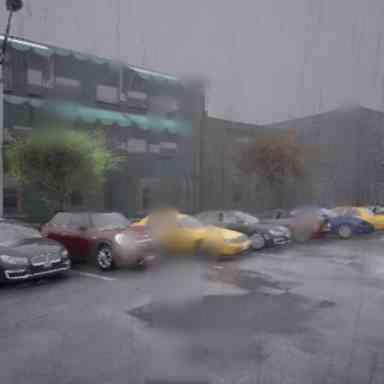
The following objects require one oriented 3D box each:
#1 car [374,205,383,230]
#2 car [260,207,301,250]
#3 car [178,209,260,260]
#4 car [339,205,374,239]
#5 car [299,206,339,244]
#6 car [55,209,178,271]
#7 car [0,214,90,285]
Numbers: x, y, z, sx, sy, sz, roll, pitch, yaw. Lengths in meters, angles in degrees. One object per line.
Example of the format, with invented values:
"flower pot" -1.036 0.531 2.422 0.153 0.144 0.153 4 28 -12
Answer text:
"car" 8.892 1.537 19.651 5.366 1.575 1.946 -1 -1 35
"car" 1.812 1.515 14.403 4.892 1.521 2.231 -1 -1 35
"car" -0.437 1.500 12.591 5.366 1.575 1.946 -1 -1 35
"car" 6.634 1.530 17.830 5.008 1.535 2.097 -1 -1 35
"car" 4.202 1.552 16.132 4.792 1.488 2.163 -1 -1 35
"car" -3.029 1.372 10.995 4.553 1.767 2.185 -1 -1 35
"car" -5.417 1.490 9.261 4.892 1.521 2.231 -1 -1 35
